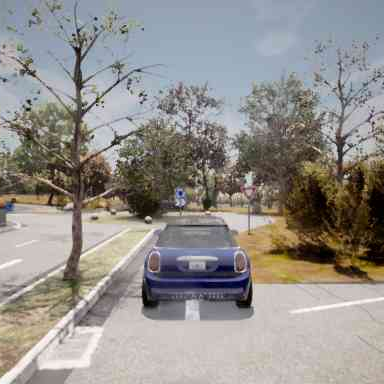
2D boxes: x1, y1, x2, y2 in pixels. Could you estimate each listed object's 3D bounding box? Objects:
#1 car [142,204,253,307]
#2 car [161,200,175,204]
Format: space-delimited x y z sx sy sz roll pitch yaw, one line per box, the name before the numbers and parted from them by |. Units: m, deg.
car | 0.102 1.339 8.140 2.097 1.767 4.553 0 0 0
car | -3.574 1.745 42.712 5.008 1.535 1.882 0 -2 22
